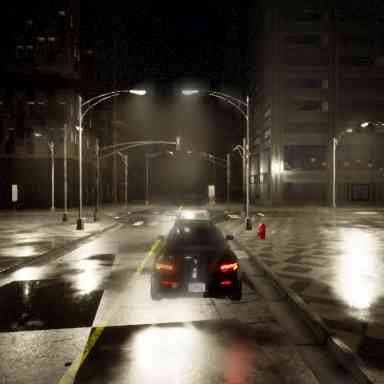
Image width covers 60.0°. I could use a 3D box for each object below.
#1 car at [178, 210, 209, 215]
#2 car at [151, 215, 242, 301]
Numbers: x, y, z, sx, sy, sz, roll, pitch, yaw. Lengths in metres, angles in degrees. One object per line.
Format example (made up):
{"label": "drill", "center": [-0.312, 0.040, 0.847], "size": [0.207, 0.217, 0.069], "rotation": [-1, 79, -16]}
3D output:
{"label": "car", "center": [0.076, 1.593, 17.211], "size": [1.895, 1.301, 4.718], "rotation": [0, 0, 0]}
{"label": "car", "center": [0.086, 1.523, 8.186], "size": [1.812, 1.442, 4.674], "rotation": [0, 0, 0]}
